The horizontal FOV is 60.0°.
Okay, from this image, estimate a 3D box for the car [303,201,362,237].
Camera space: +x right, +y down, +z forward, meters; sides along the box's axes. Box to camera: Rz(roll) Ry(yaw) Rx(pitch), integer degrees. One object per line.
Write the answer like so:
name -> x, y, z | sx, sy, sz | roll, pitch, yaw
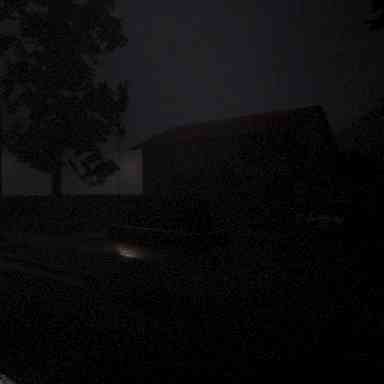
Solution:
car -> 6.642, 1.165, 15.583 | 1.970, 1.475, 3.806 | 0, 0, 36
